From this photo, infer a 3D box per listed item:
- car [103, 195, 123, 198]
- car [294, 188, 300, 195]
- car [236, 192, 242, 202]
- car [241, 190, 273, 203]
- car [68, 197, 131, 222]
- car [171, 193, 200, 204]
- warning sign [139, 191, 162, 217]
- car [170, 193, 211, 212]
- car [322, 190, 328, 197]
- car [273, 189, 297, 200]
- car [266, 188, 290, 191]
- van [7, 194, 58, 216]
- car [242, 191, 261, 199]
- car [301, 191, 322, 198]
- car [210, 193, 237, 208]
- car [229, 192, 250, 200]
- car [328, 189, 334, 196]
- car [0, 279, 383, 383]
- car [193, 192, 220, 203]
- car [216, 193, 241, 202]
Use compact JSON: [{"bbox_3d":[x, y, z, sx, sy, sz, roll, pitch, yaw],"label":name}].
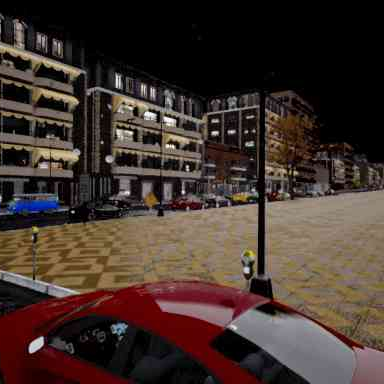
[{"bbox_3d":[-8.066,1.099,31.936,1.882,1.535,5.008,1,1,35],"label":"car"},{"bbox_3d":[24.530,-0.030,83.405,2.192,1.841,5.009,2,2,35],"label":"car"},{"bbox_3d":[7.989,0.756,49.469,1.882,1.535,5.008,1,1,35],"label":"car"},{"bbox_3d":[9.182,0.876,46.610,2.008,1.369,4.403,2,2,35],"label":"car"},{"bbox_3d":[-6.696,1.329,23.737,1.947,1.339,4.313,2,2,35],"label":"car"},{"bbox_3d":[-0.878,0.910,46.814,1.947,1.339,4.313,2,2,35],"label":"car"},{"bbox_3d":[-3.079,0.851,24.818,1.300,1.860,1.060,-1,0,35],"label":"warning sign"},{"bbox_3d":[-0.346,1.132,32.885,1.887,1.381,4.507,2,2,35],"label":"car"},{"bbox_3d":[28.236,0.360,74.058,2.008,1.369,4.403,2,2,35],"label":"car"},{"bbox_3d":[15.631,0.675,55.899,1.752,1.417,4.829,2,2,35],"label":"car"},{"bbox_3d":[15.732,0.420,60.605,2.097,1.767,4.553,1,1,34],"label":"car"},{"bbox_3d":[-13.578,1.035,28.510,1.690,1.788,3.998,2,2,35],"label":"van"},{"bbox_3d":[11.728,0.525,64.972,1.752,1.417,4.829,2,2,35],"label":"car"},{"bbox_3d":[25.061,0.446,69.484,2.008,1.369,4.403,2,2,35],"label":"car"},{"bbox_3d":[2.830,1.050,37.460,2.008,1.369,4.403,2,2,35],"label":"car"},{"bbox_3d":[8.649,0.650,60.539,1.947,1.339,4.313,2,2,35],"label":"car"},{"bbox_3d":[34.588,0.079,83.205,1.967,1.590,4.097,2,2,35],"label":"car"},{"bbox_3d":[-0.318,1.544,3.094,4.507,1.381,1.887,0,0,36],"label":"car"},{"bbox_3d":[2.298,0.808,51.389,2.008,1.369,4.403,2,2,35],"label":"car"},{"bbox_3d":[5.758,0.844,51.731,1.895,1.301,4.718,1,1,35],"label":"car"}]
